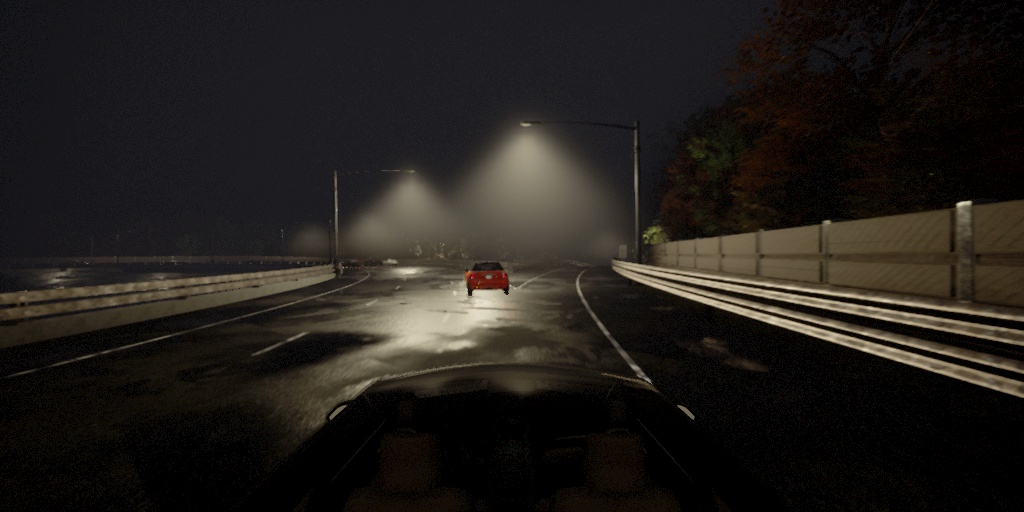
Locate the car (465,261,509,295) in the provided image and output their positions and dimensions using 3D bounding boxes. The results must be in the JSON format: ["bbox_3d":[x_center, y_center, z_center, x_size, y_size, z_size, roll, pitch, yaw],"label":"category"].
[{"bbox_3d":[-1.460,1.037,19.587,2.097,1.767,4.553,-1,0,-9],"label":"car"}]
